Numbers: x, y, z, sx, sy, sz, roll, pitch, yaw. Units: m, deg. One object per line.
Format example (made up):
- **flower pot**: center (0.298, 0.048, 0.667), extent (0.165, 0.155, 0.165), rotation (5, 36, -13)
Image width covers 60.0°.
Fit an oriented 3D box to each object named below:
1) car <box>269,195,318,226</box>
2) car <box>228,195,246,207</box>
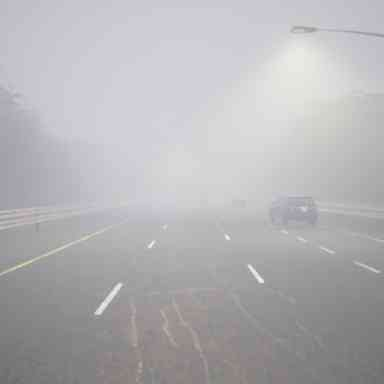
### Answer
- **car**: center (7.015, 1.248, 23.468), extent (2.150, 2.045, 5.566), rotation (0, 0, 0)
- **car**: center (7.039, 1.547, 51.250), extent (1.882, 1.535, 5.008), rotation (0, 0, 0)
